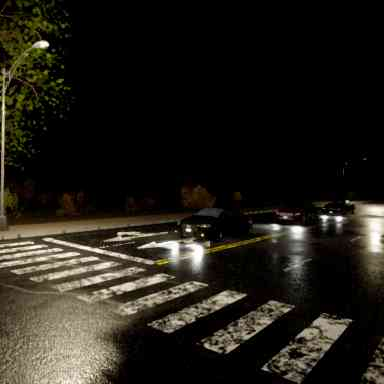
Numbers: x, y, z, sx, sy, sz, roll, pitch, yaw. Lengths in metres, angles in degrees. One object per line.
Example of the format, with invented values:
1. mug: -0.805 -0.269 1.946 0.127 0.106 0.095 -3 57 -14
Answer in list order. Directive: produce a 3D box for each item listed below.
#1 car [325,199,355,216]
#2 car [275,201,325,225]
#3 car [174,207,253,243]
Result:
1. car: 13.910 1.409 31.346 2.033 1.411 5.357 2 1 39
2. car: 7.487 1.377 23.331 1.812 1.442 4.674 2 1 38
3. car: 1.104 1.404 15.358 1.994 1.385 4.181 2 1 39
